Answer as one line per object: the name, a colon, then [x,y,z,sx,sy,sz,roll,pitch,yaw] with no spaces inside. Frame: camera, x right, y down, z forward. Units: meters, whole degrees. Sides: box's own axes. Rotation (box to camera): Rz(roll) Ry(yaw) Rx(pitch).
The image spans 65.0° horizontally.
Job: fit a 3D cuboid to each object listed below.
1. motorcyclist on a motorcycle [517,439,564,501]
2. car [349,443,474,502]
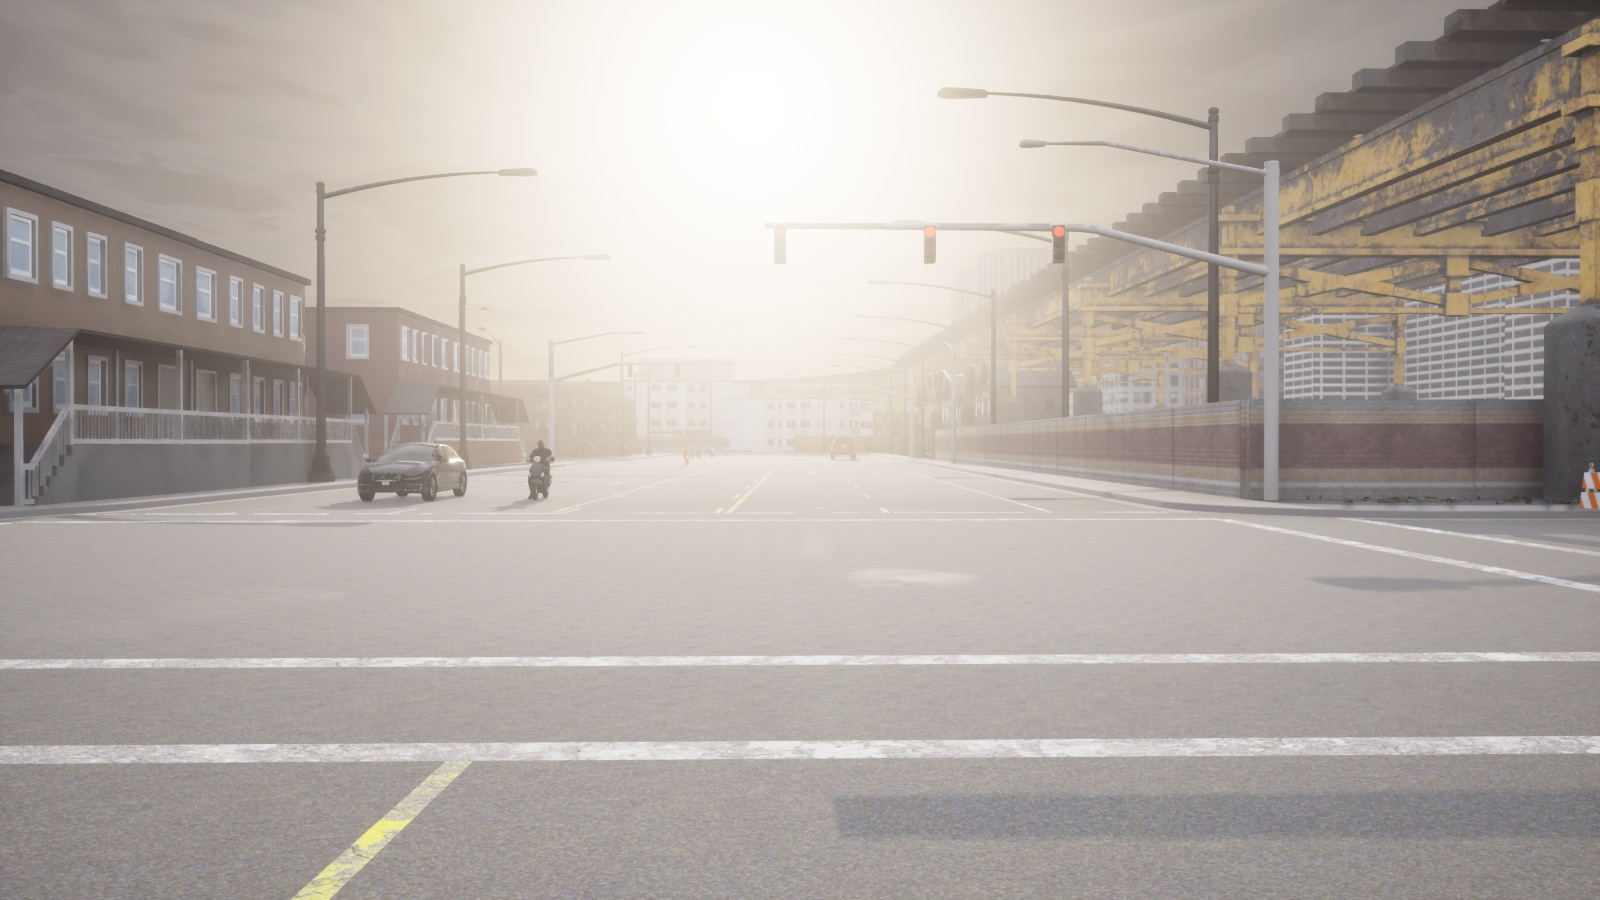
motorcyclist on a motorcycle: [-6.884,0.506,33.335,0.866,1.590,1.817,0,0,0]
car: [-10.382,0.552,33.928,1.837,1.490,4.892,0,0,0]
